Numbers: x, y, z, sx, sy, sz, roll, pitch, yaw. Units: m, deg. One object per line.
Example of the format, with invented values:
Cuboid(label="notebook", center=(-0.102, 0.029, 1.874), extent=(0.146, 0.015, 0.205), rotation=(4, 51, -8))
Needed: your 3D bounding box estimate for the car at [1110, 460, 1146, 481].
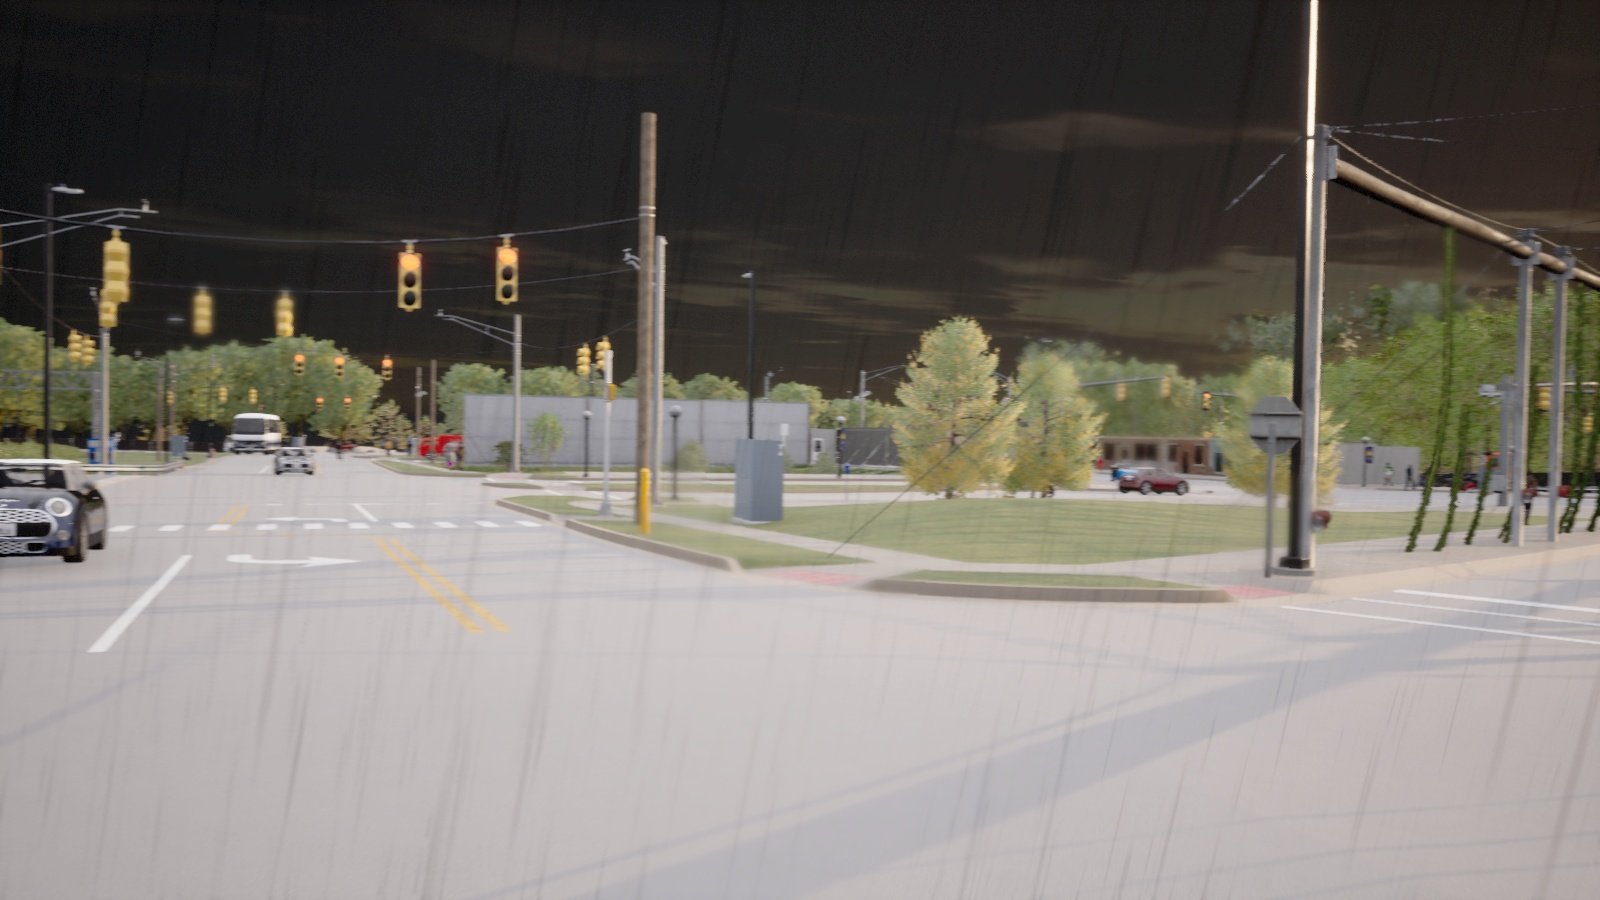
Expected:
Cuboid(label="car", center=(23.565, 1.459, 90.162), extent=(1.481, 1.376, 2.207), rotation=(0, 1, -22))

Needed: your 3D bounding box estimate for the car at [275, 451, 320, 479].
Cuboid(label="car", center=(-27.202, 0.783, 67.910), extent=(1.970, 1.475, 3.806), rotation=(0, 0, -26))

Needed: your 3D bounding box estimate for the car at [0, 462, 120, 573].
Cuboid(label="car", center=(-11.459, 0.924, 18.671), extent=(1.970, 1.475, 3.806), rotation=(0, 0, -22))

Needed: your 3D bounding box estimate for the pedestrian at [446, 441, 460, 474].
Cuboid(label="pedestrian", center=(-20.789, 0.445, 75.194), extent=(0.659, 1.952, 0.873), rotation=(0, 1, -23))

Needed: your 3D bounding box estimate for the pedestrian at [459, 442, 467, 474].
Cuboid(label="pedestrian", center=(-20.503, 0.475, 76.419), extent=(0.396, 1.930, 0.692), rotation=(0, 1, -21))

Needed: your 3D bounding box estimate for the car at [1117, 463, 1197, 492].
Cuboid(label="car", center=(19.426, 1.492, 68.347), extent=(3.806, 1.475, 1.970), rotation=(1, 0, -27))

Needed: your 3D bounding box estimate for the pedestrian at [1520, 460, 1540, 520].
Cuboid(label="pedestrian", center=(22.539, 1.220, 38.768), extent=(0.328, 1.805, 0.869), rotation=(2, 2, 42))
